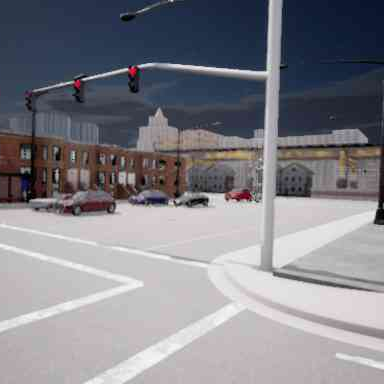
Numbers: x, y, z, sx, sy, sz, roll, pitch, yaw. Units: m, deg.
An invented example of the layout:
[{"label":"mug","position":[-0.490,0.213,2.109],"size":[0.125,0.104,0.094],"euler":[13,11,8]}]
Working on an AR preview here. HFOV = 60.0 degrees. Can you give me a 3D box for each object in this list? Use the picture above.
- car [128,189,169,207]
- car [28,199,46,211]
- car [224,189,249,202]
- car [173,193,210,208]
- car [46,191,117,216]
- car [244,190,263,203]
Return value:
[{"label":"car","position":[-4.523,0.578,35.064],"size":[2.097,1.767,4.553],"euler":[3,1,36]},{"label":"car","position":[-10.551,0.822,26.754],"size":[1.895,1.301,4.718],"euler":[3,1,31]},{"label":"car","position":[7.113,0.493,51.039],"size":[2.150,2.045,5.566],"euler":[3,2,36]},{"label":"car","position":[-0.004,0.849,35.361],"size":[2.128,1.511,4.902],"euler":[3,2,36]},{"label":"car","position":[-7.823,0.707,24.515],"size":[2.097,1.767,4.553],"euler":[3,2,36]},{"label":"car","position":[9.959,0.906,49.025],"size":[1.837,1.490,4.892],"euler":[3,2,36]}]
